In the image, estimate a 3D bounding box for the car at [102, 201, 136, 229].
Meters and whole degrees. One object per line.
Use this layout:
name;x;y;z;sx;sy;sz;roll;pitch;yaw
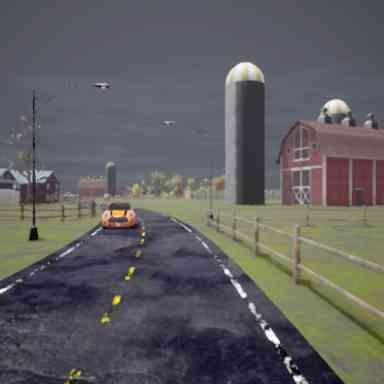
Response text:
car;-4.921;1.460;22.681;2.097;1.767;4.553;0;0;-10
